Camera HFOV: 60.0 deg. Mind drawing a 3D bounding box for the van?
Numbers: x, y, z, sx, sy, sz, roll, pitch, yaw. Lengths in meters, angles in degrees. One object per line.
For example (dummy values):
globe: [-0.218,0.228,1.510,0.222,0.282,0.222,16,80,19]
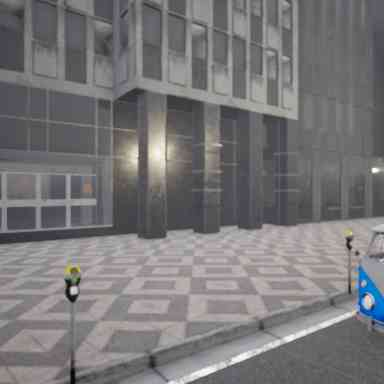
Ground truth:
van: [4.327,1.332,5.454,3.998,1.788,1.690,0,0,-35]
